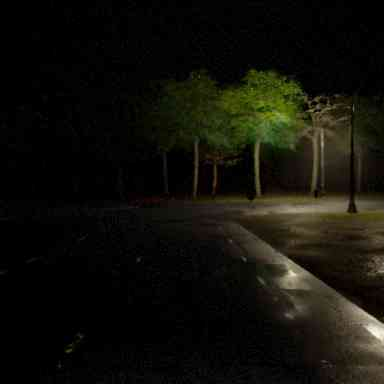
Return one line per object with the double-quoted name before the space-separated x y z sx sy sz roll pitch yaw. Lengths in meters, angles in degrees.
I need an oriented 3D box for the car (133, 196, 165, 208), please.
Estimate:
"car" -5.745 1.291 44.196 4.181 1.385 1.994 -2 2 -1
